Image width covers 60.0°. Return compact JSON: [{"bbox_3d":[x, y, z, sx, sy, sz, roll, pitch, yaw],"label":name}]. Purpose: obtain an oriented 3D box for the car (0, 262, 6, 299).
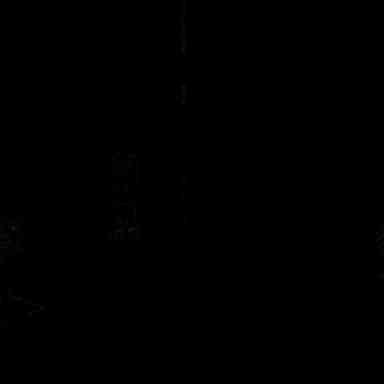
[{"bbox_3d":[-5.560,1.593,6.929,4.403,1.369,2.008,0,0,36],"label":"car"}]
